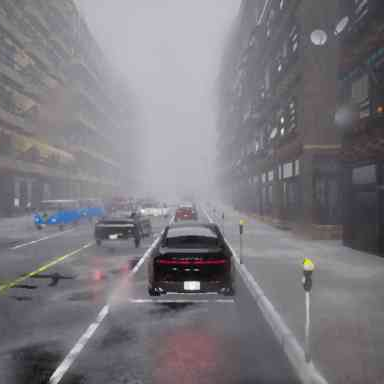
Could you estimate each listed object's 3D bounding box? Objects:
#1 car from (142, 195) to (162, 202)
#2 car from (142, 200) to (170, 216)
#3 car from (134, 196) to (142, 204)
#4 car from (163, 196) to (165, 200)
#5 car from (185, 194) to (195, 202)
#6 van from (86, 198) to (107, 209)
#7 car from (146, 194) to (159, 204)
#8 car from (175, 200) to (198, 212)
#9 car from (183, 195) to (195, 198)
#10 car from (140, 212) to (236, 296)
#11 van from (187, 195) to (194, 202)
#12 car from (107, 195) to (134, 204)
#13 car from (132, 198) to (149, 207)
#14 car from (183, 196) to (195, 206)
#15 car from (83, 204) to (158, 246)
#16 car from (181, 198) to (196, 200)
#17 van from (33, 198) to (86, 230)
[{"bbox_3d":[-5.777,1.550,46.166,1.882,1.535,5.008,0,0,0],"label":"car"},{"bbox_3d":[-3.019,1.635,30.022,1.895,1.301,4.718,0,0,0],"label":"car"},{"bbox_3d":[-8.312,1.379,42.876,2.192,1.841,5.009,1,0,0],"label":"car"},{"bbox_3d":[-8.321,1.847,92.652,1.802,1.307,4.206,1,0,0],"label":"car"},{"bbox_3d":[-0.469,1.521,81.536,2.192,1.841,5.009,1,0,0],"label":"car"},{"bbox_3d":[-8.312,1.368,26.285,1.690,1.788,3.998,1,0,0],"label":"van"},{"bbox_3d":[-8.314,1.471,70.528,2.192,1.841,5.009,1,0,0],"label":"car"},{"bbox_3d":[-0.437,1.572,26.224,1.887,1.381,4.507,1,0,0],"label":"car"},{"bbox_3d":[-0.427,1.490,37.286,1.967,1.590,4.097,1,0,0],"label":"car"},{"bbox_3d":[0.000,1.509,8.653,1.837,1.490,4.892,0,0,0],"label":"car"},{"bbox_3d":[-0.470,1.575,87.068,1.690,1.788,3.998,1,0,0],"label":"van"},{"bbox_3d":[-8.312,1.365,37.346,2.192,1.841,5.009,1,0,0],"label":"car"},{"bbox_3d":[-8.319,1.660,53.938,1.947,1.339,4.313,1,0,0],"label":"car"},{"bbox_3d":[-0.470,1.553,59.411,1.967,1.590,4.097,1,0,0],"label":"car"},{"bbox_3d":[-3.016,1.503,15.204,2.128,1.511,4.902,0,0,0],"label":"car"},{"bbox_3d":[-0.437,1.582,31.754,1.887,1.381,4.507,1,0,0],"label":"car"},{"bbox_3d":[-8.311,1.359,20.753,1.690,1.788,3.998,2,0,0],"label":"van"}]
